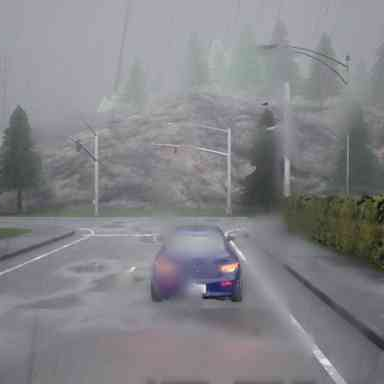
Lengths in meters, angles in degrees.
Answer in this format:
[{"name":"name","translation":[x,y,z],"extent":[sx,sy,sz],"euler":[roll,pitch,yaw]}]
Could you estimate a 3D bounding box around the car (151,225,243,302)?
[{"name":"car","translation":[0.107,1.526,8.130],"extent":[1.812,1.442,4.674],"euler":[0,0,0]}]
